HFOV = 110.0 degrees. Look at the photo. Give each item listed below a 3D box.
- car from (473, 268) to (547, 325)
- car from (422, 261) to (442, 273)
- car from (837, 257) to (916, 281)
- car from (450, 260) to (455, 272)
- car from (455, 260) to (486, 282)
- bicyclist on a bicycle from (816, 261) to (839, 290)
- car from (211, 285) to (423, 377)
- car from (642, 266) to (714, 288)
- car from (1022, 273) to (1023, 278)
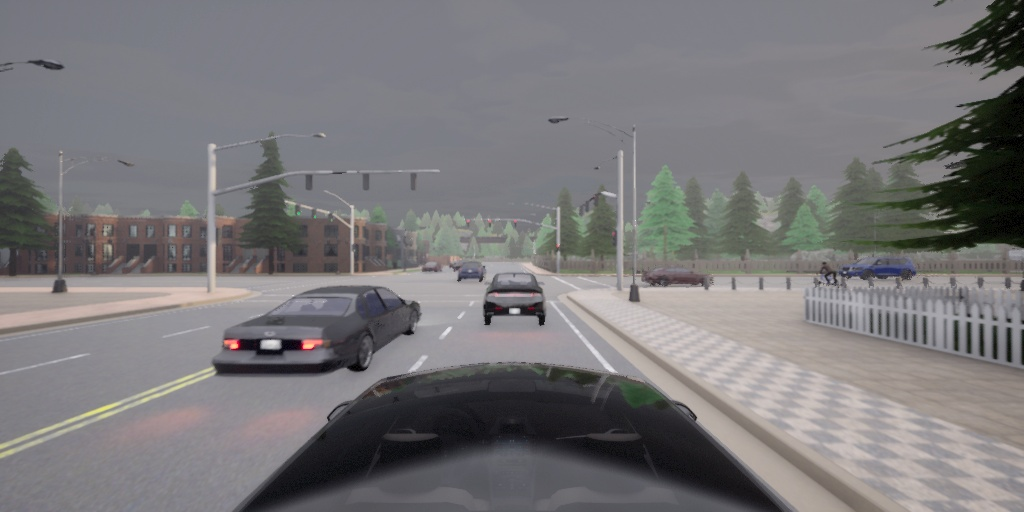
[{"bbox_3d":[0.080,1.291,12.086,2.128,1.511,4.902,0,0,0],"label":"car"},{"bbox_3d":[-10.582,1.454,47.724,1.882,1.535,5.008,0,0,0],"label":"car"},{"bbox_3d":[32.256,1.118,31.775,5.566,2.045,2.150,0,0,0],"label":"car"},{"bbox_3d":[-7.067,1.344,50.907,2.097,1.767,4.553,0,0,0],"label":"car"},{"bbox_3d":[-3.411,1.248,31.385,2.097,1.767,4.553,0,0,0],"label":"car"},{"bbox_3d":[18.247,1.145,20.806,0.582,1.620,1.656,0,0,0],"label":"bicyclist on a bicycle"},{"bbox_3d":[-3.437,1.327,7.647,2.033,1.411,5.357,0,0,0],"label":"car"},{"bbox_3d":[11.389,1.388,24.736,4.674,1.442,1.812,0,0,0],"label":"car"},{"bbox_3d":[43.185,1.404,28.121,4.674,1.442,1.812,0,0,1],"label":"car"}]
